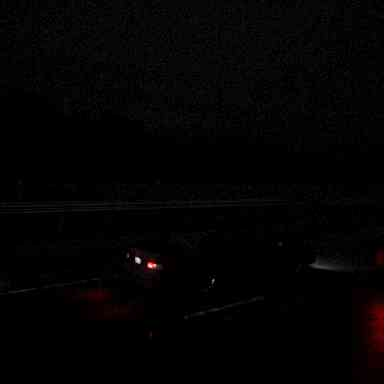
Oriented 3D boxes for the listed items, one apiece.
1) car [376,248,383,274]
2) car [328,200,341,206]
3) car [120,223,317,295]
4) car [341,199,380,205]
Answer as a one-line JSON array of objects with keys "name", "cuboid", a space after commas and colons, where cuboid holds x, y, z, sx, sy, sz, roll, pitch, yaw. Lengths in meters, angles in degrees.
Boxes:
[{"name": "car", "cuboid": [6.800, 1.596, 8.547, 4.718, 1.301, 1.895, 0, 0, -35]}, {"name": "car", "cuboid": [19.740, 1.643, 43.007, 4.718, 1.301, 1.895, 0, 0, -33]}, {"name": "car", "cuboid": [0.900, 1.544, 8.687, 5.357, 1.411, 2.033, 0, 0, -34]}, {"name": "car", "cuboid": [20.150, 1.544, 39.086, 4.892, 1.490, 1.837, 1, -1, -33]}]
